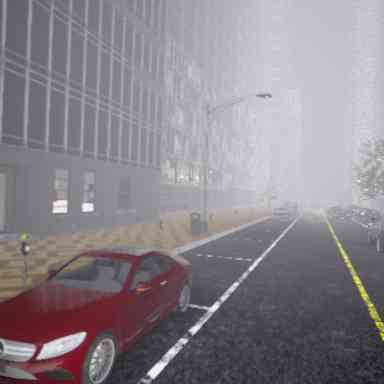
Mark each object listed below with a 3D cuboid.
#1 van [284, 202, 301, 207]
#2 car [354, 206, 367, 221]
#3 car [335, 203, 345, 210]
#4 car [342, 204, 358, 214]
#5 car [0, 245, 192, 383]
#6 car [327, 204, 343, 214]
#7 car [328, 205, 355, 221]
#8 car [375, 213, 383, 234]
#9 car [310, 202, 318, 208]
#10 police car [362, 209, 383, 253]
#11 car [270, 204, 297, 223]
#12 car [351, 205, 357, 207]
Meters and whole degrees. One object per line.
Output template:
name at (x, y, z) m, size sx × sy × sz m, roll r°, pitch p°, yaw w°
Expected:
van at (12.620, 2.140, 42.728) m, size 1.690 × 1.788 × 3.998 m, roll 2°, pitch 0°, yaw 20°
car at (18.476, 2.494, 34.464) m, size 2.008 × 1.369 × 4.403 m, roll 2°, pitch 0°, yaw 20°
car at (34.351, 3.339, 77.139) m, size 1.887 × 1.381 × 4.507 m, roll 2°, pitch 0°, yaw 20°
car at (26.417, 2.815, 55.802) m, size 1.967 × 1.590 × 4.097 m, roll 2°, pitch 0°, yaw 20°
car at (-1.278, 1.583, 5.385) m, size 1.802 × 1.307 × 4.206 m, roll 2°, pitch -1°, yaw 20°
car at (20.812, 2.691, 48.460) m, size 1.994 × 1.385 × 4.181 m, roll 2°, pitch 0°, yaw 20°
car at (16.607, 2.499, 37.087) m, size 1.895 × 1.301 × 4.718 m, roll 2°, pitch 0°, yaw 21°
car at (14.507, 2.300, 23.795) m, size 1.802 × 1.307 × 4.206 m, roll 2°, pitch -1°, yaw 20°
car at (31.263, 3.338, 85.161) m, size 1.895 × 1.301 × 4.718 m, roll 2°, pitch 0°, yaw 20°
police car at (9.583, 1.899, 15.676) m, size 1.930 × 1.638 × 5.238 m, roll 2°, pitch -1°, yaw 20°
car at (8.643, 2.128, 32.058) m, size 2.008 × 1.369 × 4.403 m, roll 2°, pitch -1°, yaw 20°
car at (20.460, 2.604, 39.798) m, size 2.008 × 1.369 × 4.403 m, roll 2°, pitch 0°, yaw 20°
